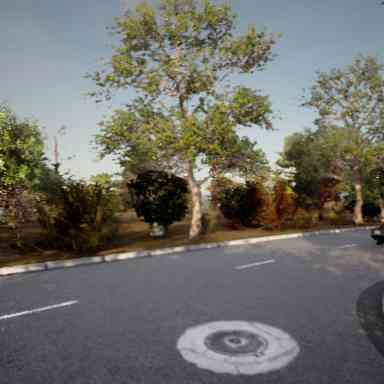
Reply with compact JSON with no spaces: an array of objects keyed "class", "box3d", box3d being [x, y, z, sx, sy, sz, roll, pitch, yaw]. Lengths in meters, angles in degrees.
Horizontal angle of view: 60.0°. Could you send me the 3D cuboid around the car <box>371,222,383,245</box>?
[{"class":"car","box3d":[10.939,2.016,16.941,4.718,1.301,1.895,2,-3,-42]}]
